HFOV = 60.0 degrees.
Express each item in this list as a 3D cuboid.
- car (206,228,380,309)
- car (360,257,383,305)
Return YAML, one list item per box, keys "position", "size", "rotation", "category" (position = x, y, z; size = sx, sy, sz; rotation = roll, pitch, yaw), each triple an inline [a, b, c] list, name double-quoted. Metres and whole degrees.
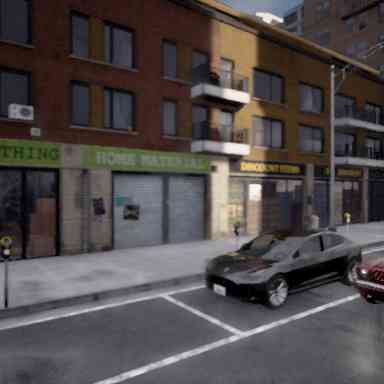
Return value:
- position: [2.324, 1.562, 7.851]
  size: [4.313, 1.339, 1.947]
  rotation: [0, 0, -36]
  category: "car"
- position: [5.401, 1.596, 6.931]
  size: [4.718, 1.301, 1.895]
  rotation: [0, 0, -36]
  category: "car"
